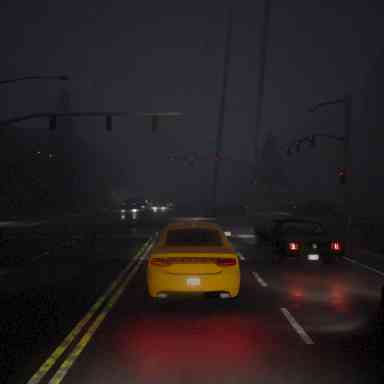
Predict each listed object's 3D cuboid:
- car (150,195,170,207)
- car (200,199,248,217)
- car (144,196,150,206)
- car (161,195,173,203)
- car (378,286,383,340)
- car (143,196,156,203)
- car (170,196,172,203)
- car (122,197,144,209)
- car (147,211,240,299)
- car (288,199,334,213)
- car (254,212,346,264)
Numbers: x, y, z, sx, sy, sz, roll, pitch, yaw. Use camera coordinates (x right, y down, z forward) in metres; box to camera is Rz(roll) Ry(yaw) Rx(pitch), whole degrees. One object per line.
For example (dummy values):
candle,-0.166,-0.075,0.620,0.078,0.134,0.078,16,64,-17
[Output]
car,-4.821,1.564,50.432,1.994,1.385,4.181,0,0,-1
car,2.920,1.564,29.743,4.181,1.385,1.994,0,0,-28
car,-8.450,1.547,55.272,2.033,1.411,5.357,0,0,-1
car,-5.278,1.525,70.879,2.128,1.511,4.902,0,0,-2
car,3.596,1.478,2.759,1.882,1.535,5.008,0,0,0
car,-8.723,1.548,68.717,2.033,1.411,5.357,0,0,-1
car,-5.072,1.352,60.665,2.097,1.767,4.553,0,0,-1
car,-8.230,1.505,45.535,1.837,1.490,4.892,0,0,0
car,0.030,1.478,8.523,1.882,1.535,5.008,0,0,0
car,12.716,1.526,35.558,4.674,1.442,1.812,0,0,-2
car,3.497,1.601,11.849,1.895,1.301,4.718,0,0,-1
